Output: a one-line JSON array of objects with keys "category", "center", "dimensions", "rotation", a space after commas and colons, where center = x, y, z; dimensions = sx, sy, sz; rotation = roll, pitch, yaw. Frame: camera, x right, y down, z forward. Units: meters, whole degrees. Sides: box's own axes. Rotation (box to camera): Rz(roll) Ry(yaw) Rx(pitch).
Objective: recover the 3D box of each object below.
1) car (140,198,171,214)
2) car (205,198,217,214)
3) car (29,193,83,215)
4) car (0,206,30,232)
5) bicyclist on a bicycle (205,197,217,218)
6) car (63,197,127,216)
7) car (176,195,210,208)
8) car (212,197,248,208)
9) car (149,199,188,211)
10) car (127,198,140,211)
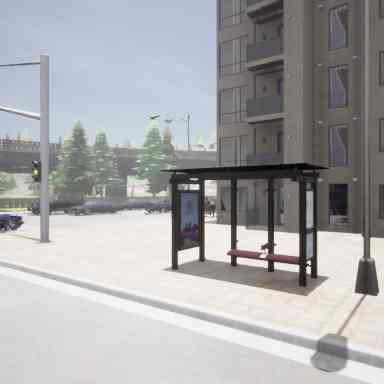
[{"category": "car", "center": [-2.772, 1.449, 34.850], "dimensions": [1.837, 1.490, 4.892], "rotation": [0, 0, 38]}, {"category": "car", "center": [2.008, 1.470, 35.124], "dimensions": [1.812, 1.442, 4.674], "rotation": [0, 0, 41]}, {"category": "car", "center": [-13.208, 1.166, 32.917], "dimensions": [2.150, 2.045, 5.566], "rotation": [0, 0, 37]}, {"category": "car", "center": [-11.404, 1.544, 17.355], "dimensions": [1.895, 1.301, 4.718], "rotation": [0, 0, 36]}, {"category": "bicyclist on a bicycle", "center": [1.336, 1.245, 26.619], "dimensions": [1.656, 1.620, 0.582], "rotation": [0, 0, 36]}, {"category": "car", "center": [-9.276, 1.492, 32.367], "dimensions": [2.033, 1.411, 5.357], "rotation": [0, 0, 37]}, {"category": "car", "center": [0.151, 1.297, 47.392], "dimensions": [4.553, 1.767, 2.097], "rotation": [0, 0, -34]}, {"category": "car", "center": [5.404, 1.449, 46.757], "dimensions": [4.892, 1.490, 1.837], "rotation": [0, 0, -29]}, {"category": "car", "center": [-2.825, 1.545, 40.301], "dimensions": [1.895, 1.301, 4.718], "rotation": [0, 0, 43]}, {"category": "car", "center": [-6.888, 1.492, 40.984], "dimensions": [2.033, 1.411, 5.357], "rotation": [0, 0, 40]}]
